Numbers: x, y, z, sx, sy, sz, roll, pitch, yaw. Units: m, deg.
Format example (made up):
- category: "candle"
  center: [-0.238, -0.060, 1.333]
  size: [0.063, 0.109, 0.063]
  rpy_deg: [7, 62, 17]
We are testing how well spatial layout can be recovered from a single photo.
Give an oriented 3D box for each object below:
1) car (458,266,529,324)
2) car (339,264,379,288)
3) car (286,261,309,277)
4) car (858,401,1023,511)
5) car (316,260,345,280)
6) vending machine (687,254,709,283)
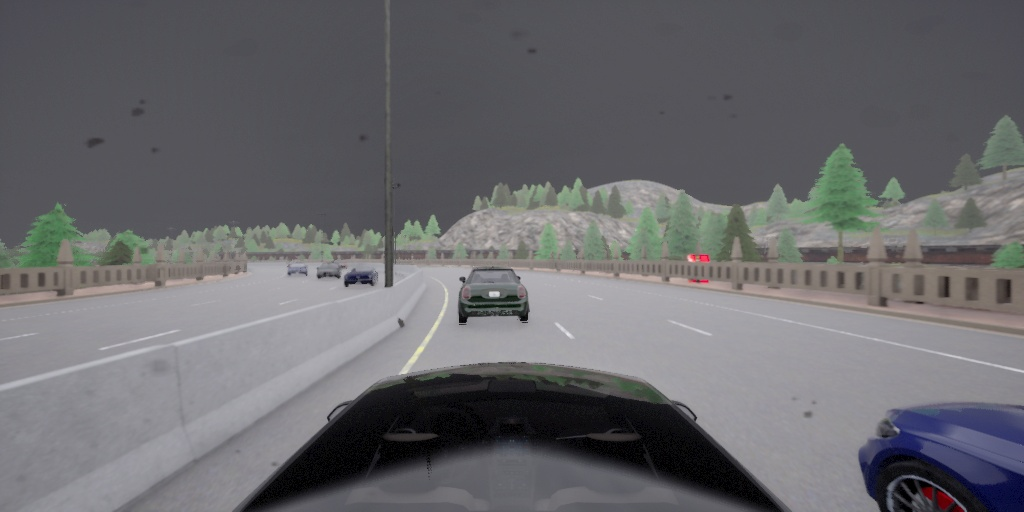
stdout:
- category: "car"
  center: [-0.727, 1.107, 12.299]
  size: [2.097, 1.767, 4.553]
  rpy_deg: [0, 0, -6]
- category: "car"
  center: [-10.479, 1.432, 25.183]
  size: [1.895, 1.301, 4.718]
  rpy_deg: [0, 0, -16]
- category: "car"
  center: [-23.699, 1.507, 39.798]
  size: [1.812, 1.442, 4.674]
  rpy_deg: [0, 0, -28]
- category: "car"
  center: [3.456, 1.261, 0.639]
  size: [1.812, 1.442, 4.674]
  rpy_deg: [0, 0, 0]
- category: "car"
  center: [-17.006, 1.406, 33.534]
  size: [1.837, 1.490, 4.892]
  rpy_deg: [0, 0, -22]
- category: "vending machine"
  center: [12.508, 0.882, 24.109]
  size: [1.100, 2.100, 0.880]
  rpy_deg: [0, 0, -12]
